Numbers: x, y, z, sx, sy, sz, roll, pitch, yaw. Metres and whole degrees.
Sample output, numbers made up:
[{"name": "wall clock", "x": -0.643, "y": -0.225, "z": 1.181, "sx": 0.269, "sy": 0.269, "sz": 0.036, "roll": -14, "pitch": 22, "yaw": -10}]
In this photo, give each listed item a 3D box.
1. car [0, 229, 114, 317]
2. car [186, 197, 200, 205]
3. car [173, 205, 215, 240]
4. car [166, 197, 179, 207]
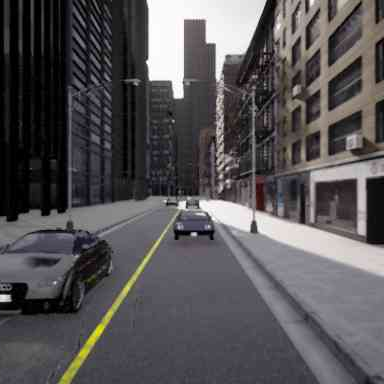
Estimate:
[{"name": "car", "x": -3.101, "y": 1.552, "z": 7.441, "sx": 1.994, "sy": 1.385, "sz": 4.181, "roll": 0, "pitch": 0, "yaw": 0}, {"name": "car", "x": 0.096, "y": 1.436, "z": 45.838, "sx": 2.128, "sy": 1.511, "sz": 4.902, "roll": 0, "pitch": 0, "yaw": 0}, {"name": "car", "x": 0.097, "y": 1.574, "z": 16.865, "sx": 1.895, "sy": 1.301, "sz": 4.718, "roll": 0, "pitch": 0, "yaw": 0}, {"name": "car", "x": -3.006, "y": 1.546, "z": 51.691, "sx": 2.033, "sy": 1.411, "sz": 5.357, "roll": 0, "pitch": 0, "yaw": 0}]
